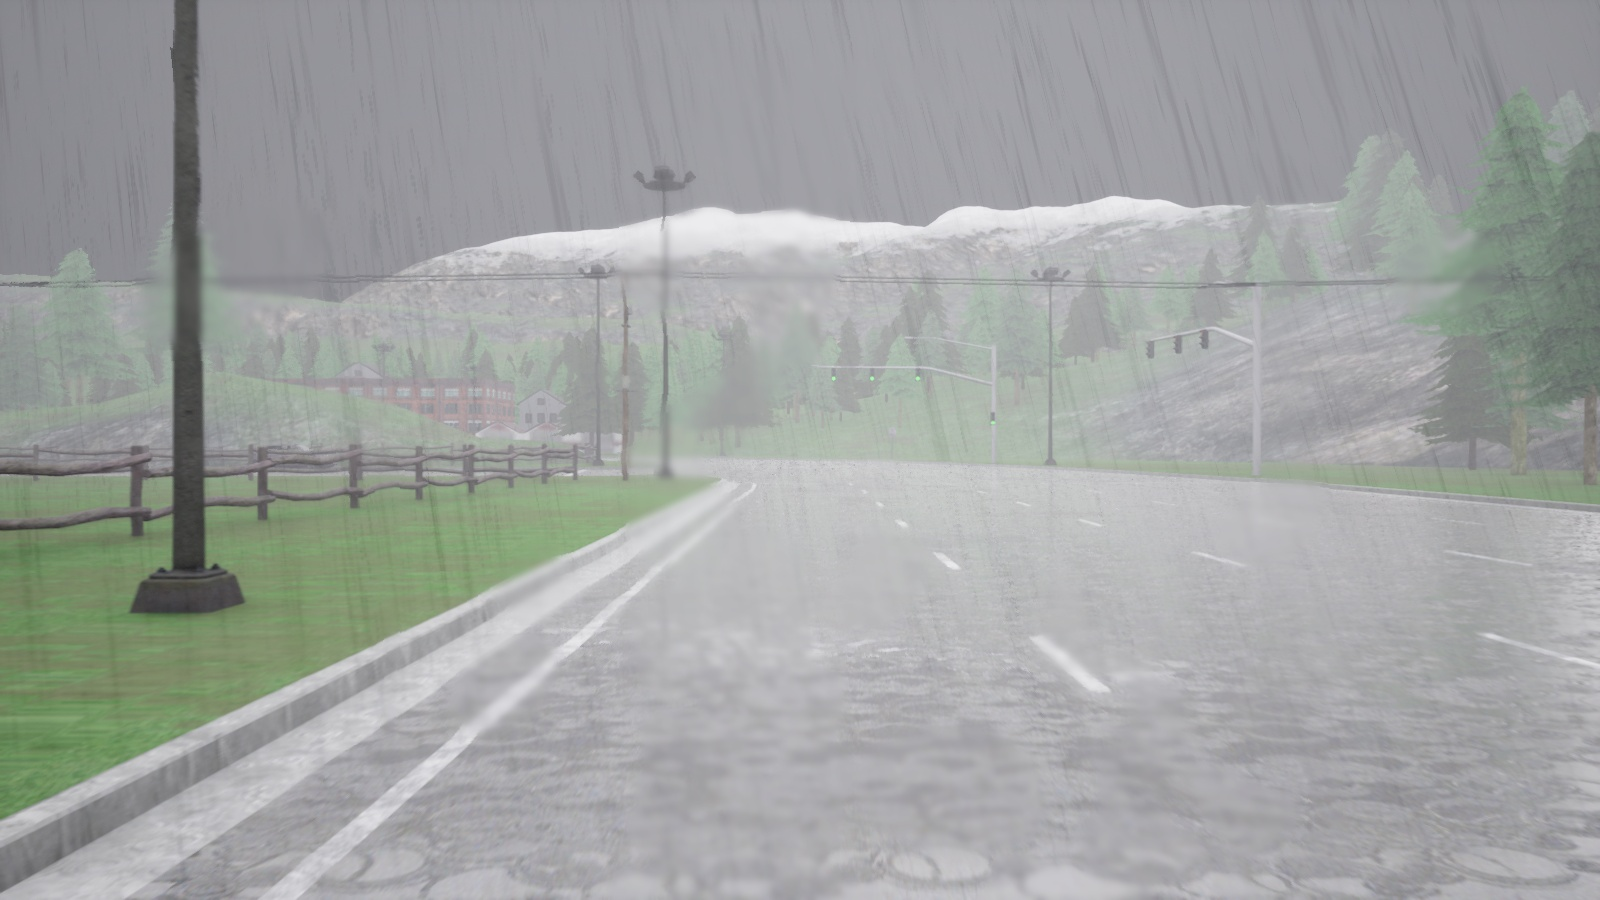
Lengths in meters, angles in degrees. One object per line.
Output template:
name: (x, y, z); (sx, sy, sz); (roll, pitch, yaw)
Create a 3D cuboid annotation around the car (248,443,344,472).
car: (-25.751, 0.377, 64.225); (4.193, 1.474, 1.816); (0, 0, 0)
